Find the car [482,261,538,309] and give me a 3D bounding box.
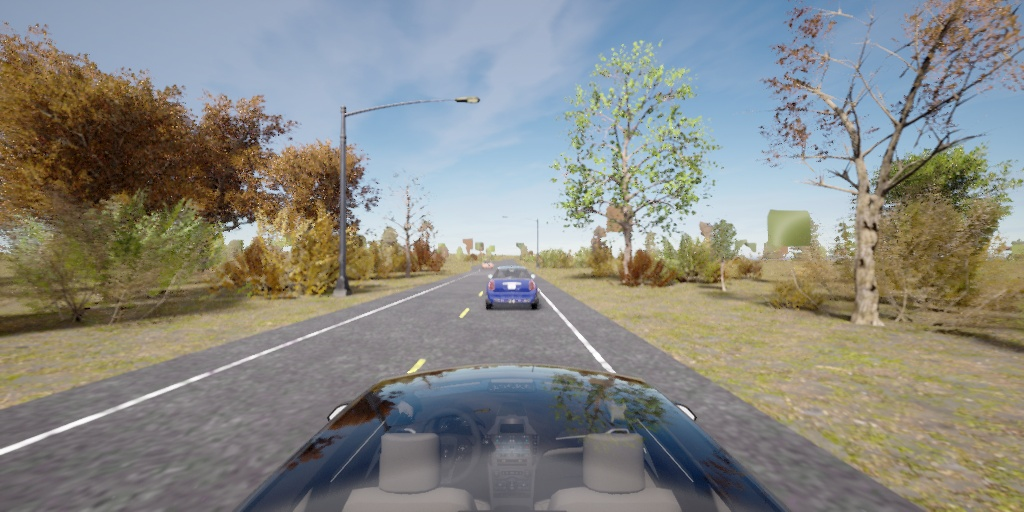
[{"bbox_3d":[-0.010,1.234,15.934,2.097,1.767,4.553,0,-1,0],"label":"car"}]
